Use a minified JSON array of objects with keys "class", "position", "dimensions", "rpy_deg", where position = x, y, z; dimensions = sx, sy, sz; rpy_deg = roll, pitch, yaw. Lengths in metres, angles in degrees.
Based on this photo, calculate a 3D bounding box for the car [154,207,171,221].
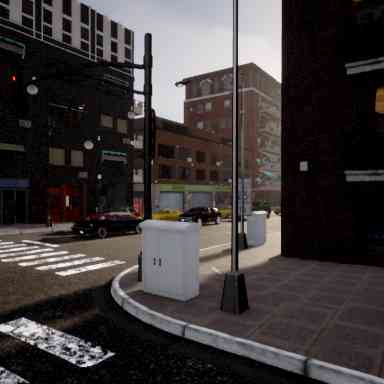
[{"class":"car","position":[-2.353,1.944,27.528],"dimensions":[1.752,1.417,4.829],"rpy_deg":[-1,-2,35]}]

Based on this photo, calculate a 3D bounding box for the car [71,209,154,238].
[{"class":"car","position":[-4.667,1.881,19.663],"dimensions":[1.895,1.301,4.718],"rpy_deg":[0,-1,35]}]

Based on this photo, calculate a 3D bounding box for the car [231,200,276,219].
[{"class":"car","position":[6.748,1.878,36.015],"dimensions":[2.150,2.045,5.566],"rpy_deg":[0,-1,35]}]

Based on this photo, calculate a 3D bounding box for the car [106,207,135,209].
[{"class":"car","position":[-5.416,1.758,23.141],"dimensions":[1.967,1.590,4.097],"rpy_deg":[-1,-2,35]}]

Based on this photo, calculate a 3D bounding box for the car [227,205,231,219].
[{"class":"car","position":[3.969,2.153,36.587],"dimensions":[1.752,1.417,4.829],"rpy_deg":[-1,-2,35]}]

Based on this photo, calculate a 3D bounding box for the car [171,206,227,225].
[{"class":"car","position":[0.700,1.962,27.349],"dimensions":[1.837,1.490,4.892],"rpy_deg":[0,-1,35]}]

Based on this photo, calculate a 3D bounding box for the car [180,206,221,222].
[{"class":"car","position":[0.905,2.092,32.196],"dimensions":[1.947,1.339,4.313],"rpy_deg":[-1,-2,35]}]

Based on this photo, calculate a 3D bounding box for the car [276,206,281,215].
[{"class":"car","position":[12.721,2.400,44.498],"dimensions":[2.033,1.411,5.357],"rpy_deg":[0,-1,35]}]
